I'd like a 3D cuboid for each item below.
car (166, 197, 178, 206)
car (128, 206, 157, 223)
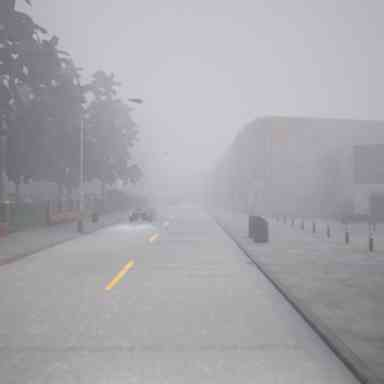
[{"bbox_3d":[-4.073,2.041,69.213,2.150,2.045,5.566,0,0,0],"label":"car"},{"bbox_3d":[-4.109,1.845,28.254,1.895,1.301,4.718,0,0,0],"label":"car"}]
